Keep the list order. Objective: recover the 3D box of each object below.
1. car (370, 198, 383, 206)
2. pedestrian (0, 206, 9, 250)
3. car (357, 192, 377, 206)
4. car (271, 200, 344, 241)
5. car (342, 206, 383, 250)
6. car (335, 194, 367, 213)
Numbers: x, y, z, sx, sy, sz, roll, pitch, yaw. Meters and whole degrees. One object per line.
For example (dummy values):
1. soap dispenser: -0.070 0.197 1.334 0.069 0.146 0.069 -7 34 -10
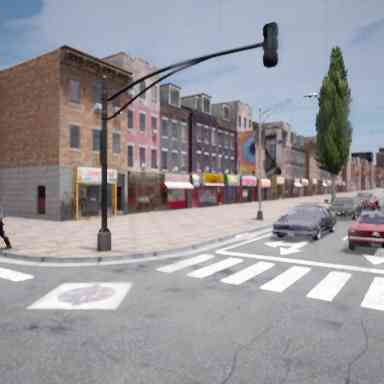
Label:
1. car: 12.292 1.258 20.083 1.994 1.385 4.181 0 1 34
2. pedestrian: -6.671 1.099 11.417 0.375 1.860 0.375 0 0 34
3. car: 16.946 0.793 32.592 2.097 1.767 4.553 0 1 35
4. car: 5.618 1.347 16.065 2.033 1.411 5.357 0 1 34
5. car: 7.329 1.436 12.812 1.895 1.301 4.718 0 1 34
6. car: 11.157 1.139 24.175 1.837 1.490 4.892 0 1 34
